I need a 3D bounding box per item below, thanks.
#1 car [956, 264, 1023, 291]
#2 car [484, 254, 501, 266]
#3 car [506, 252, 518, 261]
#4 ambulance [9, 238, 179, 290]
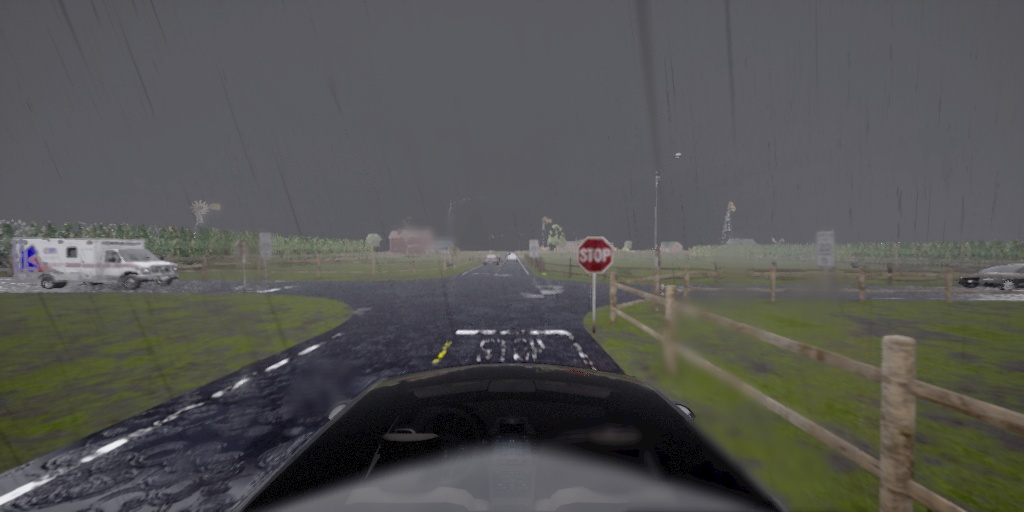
[{"bbox_3d":[28.438,1.199,20.336,4.892,1.490,1.837,0,1,1],"label":"car"},{"bbox_3d":[-2.792,0.506,48.848,1.812,1.442,4.674,0,1,1],"label":"car"},{"bbox_3d":[0.020,0.239,65.117,1.812,1.442,4.674,0,1,0],"label":"car"},{"bbox_3d":[-20.568,0.373,17.961,6.366,2.431,2.351,0,1,1],"label":"ambulance"}]
